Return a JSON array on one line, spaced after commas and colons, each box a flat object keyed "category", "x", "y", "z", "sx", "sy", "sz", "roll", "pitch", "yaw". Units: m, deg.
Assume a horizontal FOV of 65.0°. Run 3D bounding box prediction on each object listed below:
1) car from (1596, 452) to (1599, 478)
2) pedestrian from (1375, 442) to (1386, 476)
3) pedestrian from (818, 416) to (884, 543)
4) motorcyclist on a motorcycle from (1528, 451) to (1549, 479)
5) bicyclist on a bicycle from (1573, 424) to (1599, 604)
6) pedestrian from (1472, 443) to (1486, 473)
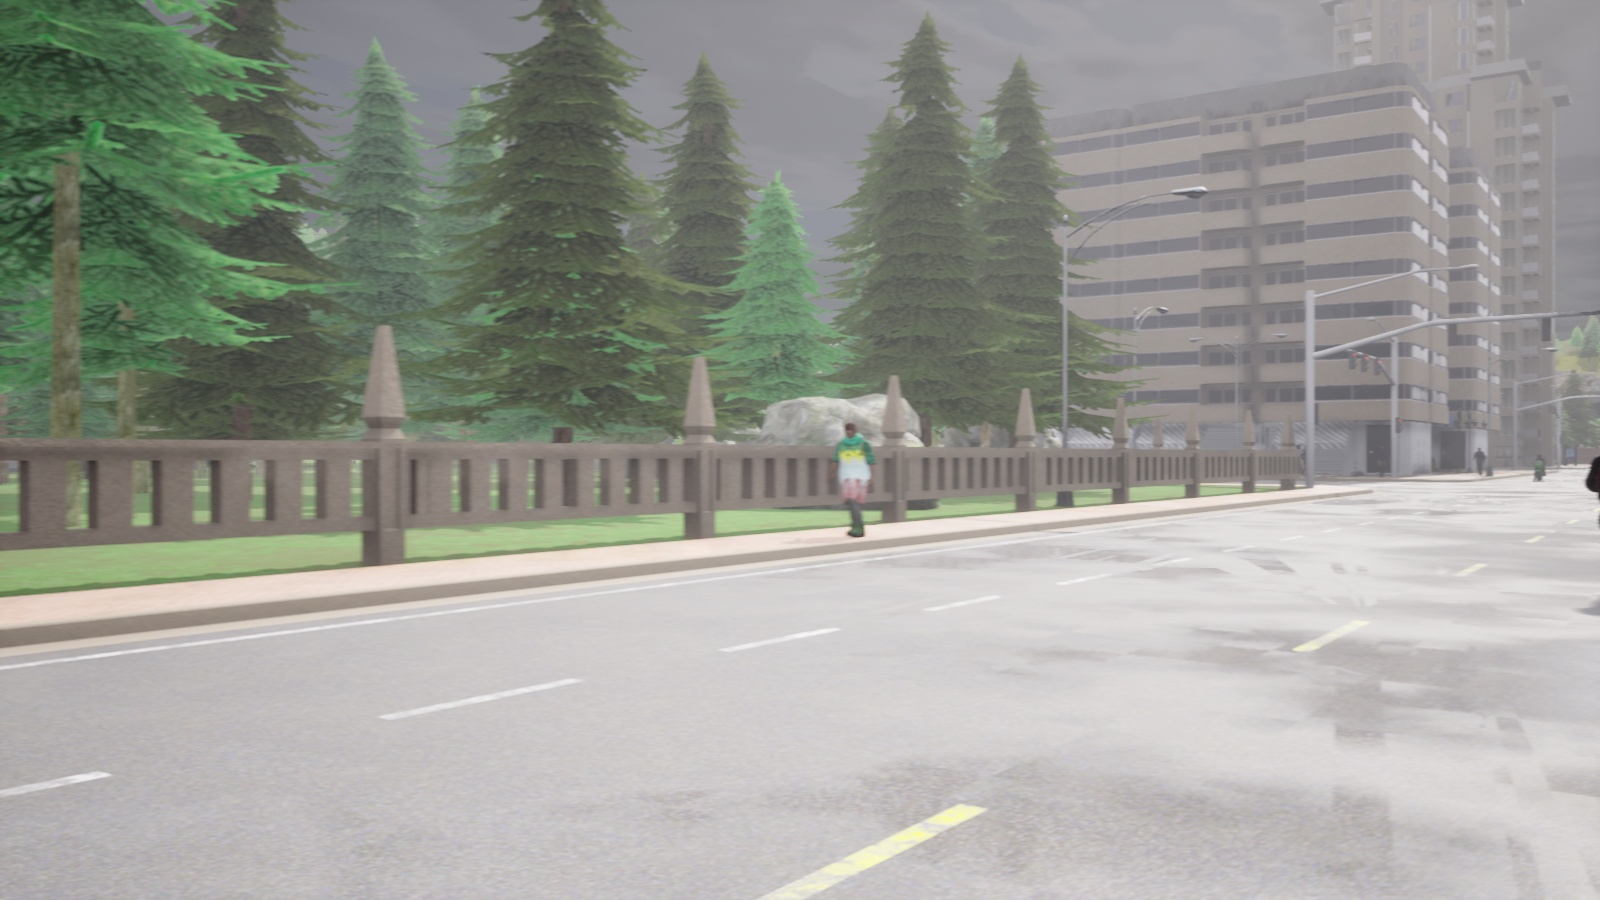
[{"category": "car", "x": 46.313, "y": 0.840, "z": 71.137, "sx": 1.816, "sy": 1.474, "sz": 4.193, "roll": 0, "pitch": 0, "yaw": 36}, {"category": "pedestrian", "x": 32.320, "y": 0.499, "z": 69.932, "sx": 0.402, "sy": 1.842, "sz": 0.726, "roll": 0, "pitch": 0, "yaw": 35}, {"category": "pedestrian", "x": 0.806, "y": 0.449, "z": 19.794, "sx": 0.659, "sy": 1.952, "sz": 0.873, "roll": 0, "pitch": 0, "yaw": 35}, {"category": "motorcyclist on a motorcycle", "x": 41.139, "y": 0.815, "z": 69.965, "sx": 0.797, "sy": 1.523, "sz": 2.044, "roll": 0, "pitch": 0, "yaw": 36}, {"category": "bicyclist on a bicycle", "x": 8.548, "y": 0.630, "z": 13.113, "sx": 0.659, "sy": 1.776, "sz": 1.843, "roll": 0, "pitch": 0, "yaw": 36}, {"category": "pedestrian", "x": 43.581, "y": 0.512, "z": 80.634, "sx": 0.849, "sy": 1.883, "sz": 0.563, "roll": 0, "pitch": 0, "yaw": -44}]
